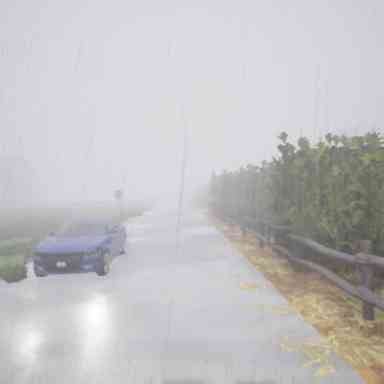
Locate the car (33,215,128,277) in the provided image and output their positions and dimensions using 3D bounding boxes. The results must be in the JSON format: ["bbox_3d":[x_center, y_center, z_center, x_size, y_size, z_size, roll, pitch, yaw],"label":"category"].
[{"bbox_3d":[-3.341,1.558,10.809,1.882,1.535,5.008,-1,0,-2],"label":"car"}]
